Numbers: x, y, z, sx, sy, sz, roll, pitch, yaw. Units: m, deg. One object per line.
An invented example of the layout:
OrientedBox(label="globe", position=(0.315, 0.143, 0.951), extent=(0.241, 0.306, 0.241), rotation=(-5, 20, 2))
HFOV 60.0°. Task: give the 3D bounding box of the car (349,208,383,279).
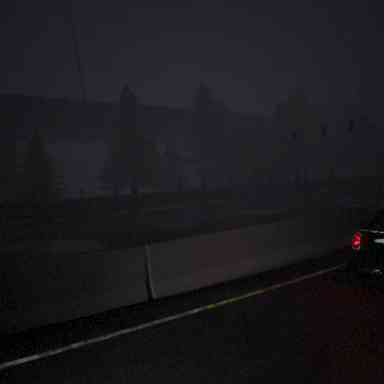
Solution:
OrientedBox(label="car", position=(5.764, 1.032, 7.903), extent=(4.553, 1.767, 2.097), rotation=(-4, 2, -36))
